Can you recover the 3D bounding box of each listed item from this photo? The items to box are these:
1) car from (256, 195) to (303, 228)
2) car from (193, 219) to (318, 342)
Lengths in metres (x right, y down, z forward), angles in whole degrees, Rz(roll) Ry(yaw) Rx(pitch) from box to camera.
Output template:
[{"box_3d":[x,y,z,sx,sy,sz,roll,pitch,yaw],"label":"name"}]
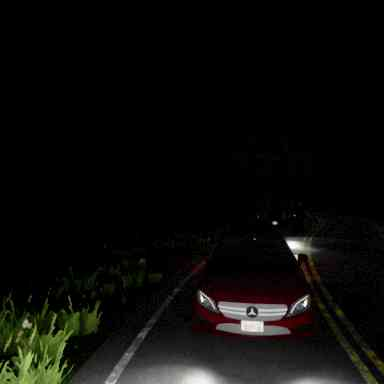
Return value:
[{"box_3d":[5.232,1.211,19.441,2.150,2.045,5.566,-2,-1,22],"label":"car"},{"box_3d":[1.230,1.534,6.732,1.812,1.442,4.674,-1,0,11],"label":"car"}]
